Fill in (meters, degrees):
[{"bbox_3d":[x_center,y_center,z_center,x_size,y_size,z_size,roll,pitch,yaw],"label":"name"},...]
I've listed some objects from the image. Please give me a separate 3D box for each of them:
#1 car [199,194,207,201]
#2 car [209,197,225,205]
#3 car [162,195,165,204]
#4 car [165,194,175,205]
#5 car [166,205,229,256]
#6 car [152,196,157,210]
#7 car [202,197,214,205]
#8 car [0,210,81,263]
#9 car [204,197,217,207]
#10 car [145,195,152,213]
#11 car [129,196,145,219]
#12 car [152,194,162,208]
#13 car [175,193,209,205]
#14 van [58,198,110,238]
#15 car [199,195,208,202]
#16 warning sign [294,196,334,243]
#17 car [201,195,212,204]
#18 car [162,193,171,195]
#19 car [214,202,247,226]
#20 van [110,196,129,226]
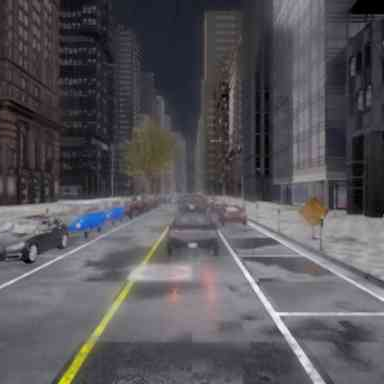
[{"bbox_3d":[2.744,1.437,85.541,1.967,1.590,4.097,0,0,0],"label":"car"},{"bbox_3d":[2.755,1.542,34.444,2.008,1.369,4.403,0,0,0],"label":"car"},{"bbox_3d":[-5.774,1.540,51.467,2.008,1.369,4.403,0,0,0],"label":"car"},{"bbox_3d":[-3.073,1.481,57.479,2.128,1.511,4.902,0,0,0],"label":"car"},{"bbox_3d":[0.043,1.488,13.058,2.128,1.511,4.902,0,0,0],"label":"car"},{"bbox_3d":[-5.771,1.556,40.112,1.947,1.339,4.313,0,0,0],"label":"car"},{"bbox_3d":[2.750,1.571,57.154,1.802,1.307,4.206,0,0,0],"label":"car"},{"bbox_3d":[-5.766,1.547,11.725,2.008,1.369,4.403,0,0,0],"label":"car"},{"bbox_3d":[2.751,1.514,51.646,1.752,1.417,4.829,0,0,0],"label":"car"},{"bbox_3d":[-5.771,1.306,34.435,2.192,1.841,5.009,0,0,0],"label":"car"},{"bbox_3d":[-5.769,1.307,28.758,2.192,1.841,5.009,0,0,0],"label":"car"},{"bbox_3d":[-5.773,1.304,45.790,2.192,1.841,5.009,0,0,0],"label":"car"},{"bbox_3d":[0.026,1.216,26.873,2.150,2.045,5.566,0,0,1],"label":"car"},{"bbox_3d":[-5.767,1.336,17.403,1.690,1.788,3.998,0,0,0],"label":"van"},{"bbox_3d":[2.745,1.546,79.864,2.008,1.369,4.403,0,0,0],"label":"car"},{"bbox_3d":[5.065,1.111,13.886,1.300,1.860,1.060,0,0,0],"label":"warning sign"},{"bbox_3d":[2.748,1.430,62.832,1.967,1.590,4.097,0,0,0],"label":"car"},{"bbox_3d":[-5.777,1.305,62.821,2.192,1.841,5.009,0,0,0],"label":"car"},{"bbox_3d":[2.757,1.575,23.088,1.802,1.307,4.206,0,0,0],"label":"car"},{"bbox_3d":[-5.768,1.335,23.080,1.690,1.788,3.998,0,0,0],"label":"van"}]
